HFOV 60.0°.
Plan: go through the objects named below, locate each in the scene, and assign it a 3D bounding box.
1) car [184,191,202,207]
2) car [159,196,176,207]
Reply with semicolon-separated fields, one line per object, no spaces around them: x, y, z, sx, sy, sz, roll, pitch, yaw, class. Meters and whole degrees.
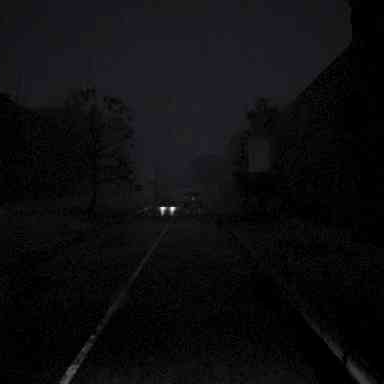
0.121;0.824;42.765;2.150;2.045;5.566;0;1;0;car
-3.068;1.165;42.956;1.994;1.385;4.181;0;1;0;car
